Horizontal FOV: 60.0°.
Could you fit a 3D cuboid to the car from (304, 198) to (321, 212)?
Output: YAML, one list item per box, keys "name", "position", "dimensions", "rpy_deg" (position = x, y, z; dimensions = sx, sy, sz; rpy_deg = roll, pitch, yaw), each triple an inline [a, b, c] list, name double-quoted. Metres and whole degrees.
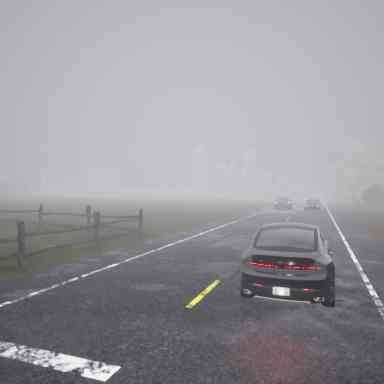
- name: "car"
  position: [14.213, 1.535, 39.107]
  dimensions: [2.033, 1.411, 5.357]
  rpy_deg: [0, 0, 21]

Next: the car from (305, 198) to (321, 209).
- name: "car"
  position: [16.982, 1.550, 46.494]
  dimensions: [1.994, 1.385, 4.181]
  rpy_deg: [0, 0, 21]

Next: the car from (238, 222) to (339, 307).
- name: "car"
  position: [2.429, 1.501, 8.126]
  dimensions: [1.837, 1.490, 4.892]
  rpy_deg: [0, 0, 21]

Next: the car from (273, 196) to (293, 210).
- name: "car"
  position: [11.650, 1.339, 42.308]
  dimensions: [2.097, 1.767, 4.553]
  rpy_deg: [0, 0, 21]
